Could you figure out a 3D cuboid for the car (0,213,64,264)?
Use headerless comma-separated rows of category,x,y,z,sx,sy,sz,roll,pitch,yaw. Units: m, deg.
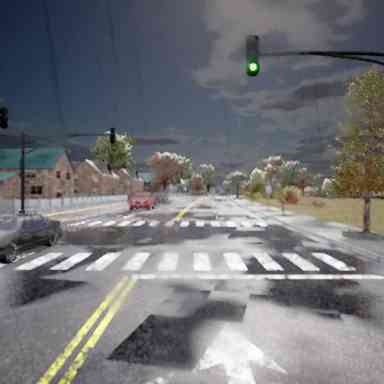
car,-6.401,1.488,11.864,2.033,1.411,5.357,0,0,1

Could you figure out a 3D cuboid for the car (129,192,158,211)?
car,-5.646,1.078,38.111,2.150,2.045,5.566,0,0,2

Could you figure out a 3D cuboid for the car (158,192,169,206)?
car,-4.955,1.027,51.767,2.150,2.045,5.566,0,0,3
